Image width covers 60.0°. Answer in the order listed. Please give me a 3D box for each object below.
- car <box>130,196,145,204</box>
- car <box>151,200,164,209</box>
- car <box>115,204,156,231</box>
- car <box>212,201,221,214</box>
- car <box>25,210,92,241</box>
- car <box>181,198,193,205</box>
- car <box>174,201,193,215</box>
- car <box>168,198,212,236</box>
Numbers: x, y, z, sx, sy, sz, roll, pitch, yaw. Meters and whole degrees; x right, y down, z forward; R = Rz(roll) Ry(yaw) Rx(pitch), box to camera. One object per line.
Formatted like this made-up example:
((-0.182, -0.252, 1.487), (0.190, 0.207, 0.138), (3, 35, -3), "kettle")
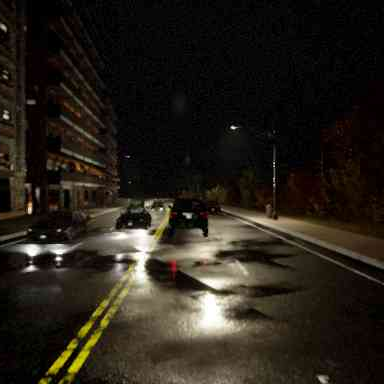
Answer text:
((-8.854, 1.626, 54.352), (2.150, 2.045, 5.566), (0, 0, -4), "car")
((-5.618, 1.952, 54.766), (2.033, 1.411, 5.357), (0, 0, -4), "car")
((-3.703, 1.732, 21.722), (1.994, 1.385, 4.181), (0, -1, -1), "car")
((2.165, 1.764, 38.677), (1.882, 1.535, 5.008), (0, 0, -3), "car")
((-6.861, 1.688, 17.859), (2.033, 1.411, 5.357), (0, 0, -1), "car")
((-1.251, 2.079, 75.758), (2.033, 1.411, 5.357), (0, 0, -8), "car")
((-1.065, 1.835, 38.422), (2.033, 1.411, 5.357), (0, 0, -3), "car")
((-0.240, 1.371, 19.708), (2.150, 2.045, 5.566), (0, -1, -2), "car")
